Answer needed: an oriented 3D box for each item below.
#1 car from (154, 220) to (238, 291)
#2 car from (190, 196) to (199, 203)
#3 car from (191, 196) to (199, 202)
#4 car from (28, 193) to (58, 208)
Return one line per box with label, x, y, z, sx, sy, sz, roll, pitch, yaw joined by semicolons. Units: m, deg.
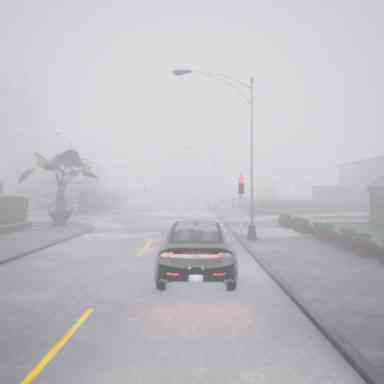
car;0.121;1.512;9.064;2.128;1.511;4.902;0;0;1
car;0.581;1.636;74.998;1.882;1.535;5.008;0;0;0
car;0.661;1.734;85.233;1.994;1.385;4.181;0;0;0
car;-19.423;1.083;43.599;1.905;1.878;3.866;0;0;35
